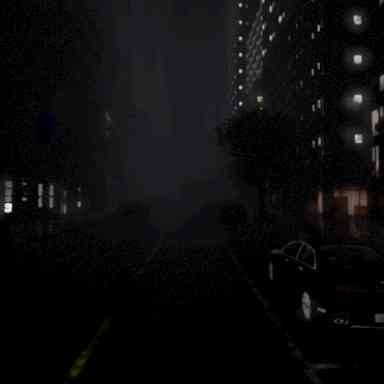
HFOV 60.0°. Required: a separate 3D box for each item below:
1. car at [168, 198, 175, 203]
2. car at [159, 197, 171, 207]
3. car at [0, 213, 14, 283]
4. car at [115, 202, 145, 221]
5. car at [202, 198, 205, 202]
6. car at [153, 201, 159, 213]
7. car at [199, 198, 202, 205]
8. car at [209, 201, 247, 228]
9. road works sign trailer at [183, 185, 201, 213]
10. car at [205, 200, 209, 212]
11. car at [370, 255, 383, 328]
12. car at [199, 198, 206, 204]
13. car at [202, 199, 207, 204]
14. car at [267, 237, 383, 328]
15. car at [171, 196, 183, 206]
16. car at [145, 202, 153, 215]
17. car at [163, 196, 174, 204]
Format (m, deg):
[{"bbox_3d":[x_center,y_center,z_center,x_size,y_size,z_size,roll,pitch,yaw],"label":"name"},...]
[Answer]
[{"bbox_3d":[-5.695,2.321,92.147,1.802,1.307,4.206,1,0,0],"label":"car"},{"bbox_3d":[-5.692,2.089,63.770,1.887,1.381,4.507,0,0,0],"label":"car"},{"bbox_3d":[-5.784,1.383,7.018,2.192,1.841,5.009,0,-1,0],"label":"car"},{"bbox_3d":[-5.688,1.817,29.717,1.887,1.381,4.507,0,-1,0],"label":"car"},{"bbox_3d":[2.691,1.941,46.907,1.752,1.417,4.829,0,0,0],"label":"car"},{"bbox_3d":[-5.689,1.919,41.067,2.008,1.369,4.403,0,0,0],"label":"car"},{"bbox_3d":[2.688,2.191,75.110,1.947,1.339,4.313,0,0,0],"label":"car"},{"bbox_3d":[2.694,1.537,24.040,2.192,1.841,5.009,0,-1,0],"label":"car"},{"bbox_3d":[-0.005,0.848,42.980,2.380,3.560,2.880,0,0,0],"label":"road works sign trailer"},{"bbox_3d":[2.692,1.866,35.387,1.887,1.381,4.507,0,0,0],"label":"car"},{"bbox_3d":[2.825,1.454,1.339,1.967,1.590,4.097,0,-1,0],"label":"car"},{"bbox_3d":[2.686,2.284,86.459,1.802,1.307,4.206,1,0,0],"label":"car"},{"bbox_3d":[2.691,1.919,41.061,2.008,1.369,4.403,0,0,0],"label":"car"},{"bbox_3d":[2.794,1.619,7.016,2.008,1.369,4.403,0,-1,0],"label":"car"},{"bbox_3d":[-3.008,2.117,70.986,2.128,1.511,4.902,0,0,0],"label":"car"},{"bbox_3d":[-5.689,1.872,35.392,2.008,1.369,4.403,0,0,0],"label":"car"},{"bbox_3d":[-5.691,1.980,80.799,2.192,1.841,5.009,0,0,0],"label":"car"}]
